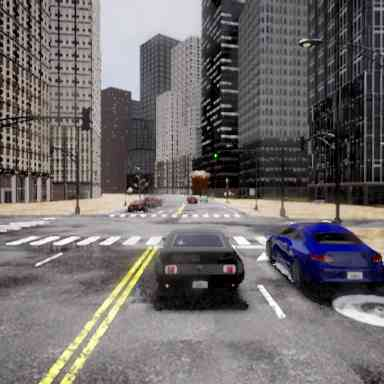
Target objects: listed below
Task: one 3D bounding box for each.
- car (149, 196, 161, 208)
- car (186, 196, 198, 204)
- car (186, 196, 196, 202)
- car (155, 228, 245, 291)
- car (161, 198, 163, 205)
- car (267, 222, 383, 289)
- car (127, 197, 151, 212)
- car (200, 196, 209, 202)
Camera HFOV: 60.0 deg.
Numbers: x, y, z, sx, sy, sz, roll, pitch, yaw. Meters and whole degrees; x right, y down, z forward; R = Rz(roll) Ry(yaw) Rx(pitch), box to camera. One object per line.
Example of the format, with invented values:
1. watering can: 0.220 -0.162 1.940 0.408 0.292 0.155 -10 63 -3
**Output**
1. car: -6.449 1.473 50.489 2.097 1.767 4.553 0 0 0
2. car: 0.167 1.669 68.714 1.812 1.442 4.674 0 0 -1
3. car: -0.364 1.675 81.277 2.128 1.511 4.902 0 0 -4
4. car: 0.115 1.629 9.084 1.895 1.301 4.718 0 0 -1
5. car: -6.417 1.625 60.779 2.128 1.511 4.902 0 0 0
6. car: 3.371 1.554 9.144 1.812 1.442 4.674 0 0 0
7. car: -6.479 1.669 40.239 1.994 1.385 4.181 0 0 0
8. car: 2.934 1.673 80.433 1.812 1.442 4.674 0 0 -4
